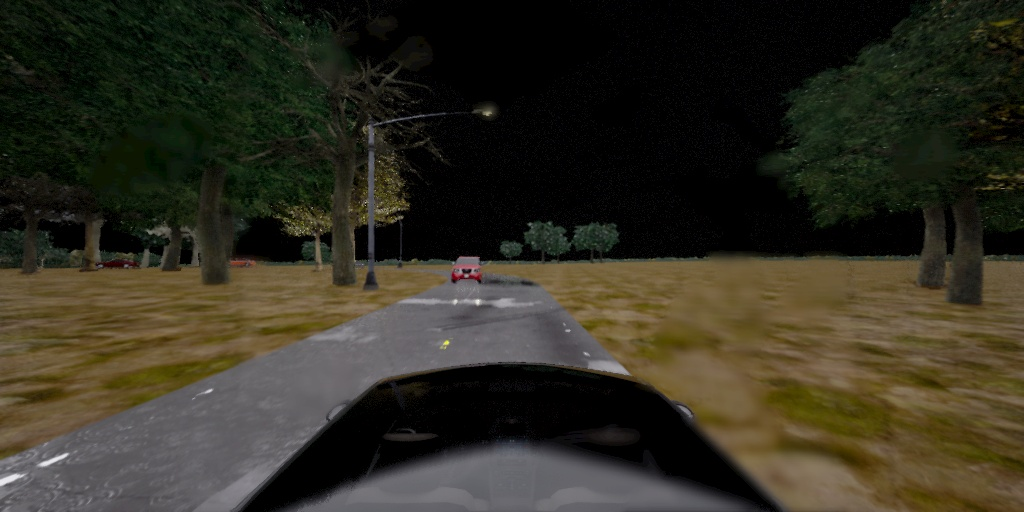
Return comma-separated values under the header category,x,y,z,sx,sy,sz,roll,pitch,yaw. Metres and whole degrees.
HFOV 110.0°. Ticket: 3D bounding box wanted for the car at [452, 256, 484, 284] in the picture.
category,x,y,z,sx,sy,sz,roll,pitch,yaw
car,-3.349,1.025,27.709,2.150,2.045,5.566,0,0,-4
